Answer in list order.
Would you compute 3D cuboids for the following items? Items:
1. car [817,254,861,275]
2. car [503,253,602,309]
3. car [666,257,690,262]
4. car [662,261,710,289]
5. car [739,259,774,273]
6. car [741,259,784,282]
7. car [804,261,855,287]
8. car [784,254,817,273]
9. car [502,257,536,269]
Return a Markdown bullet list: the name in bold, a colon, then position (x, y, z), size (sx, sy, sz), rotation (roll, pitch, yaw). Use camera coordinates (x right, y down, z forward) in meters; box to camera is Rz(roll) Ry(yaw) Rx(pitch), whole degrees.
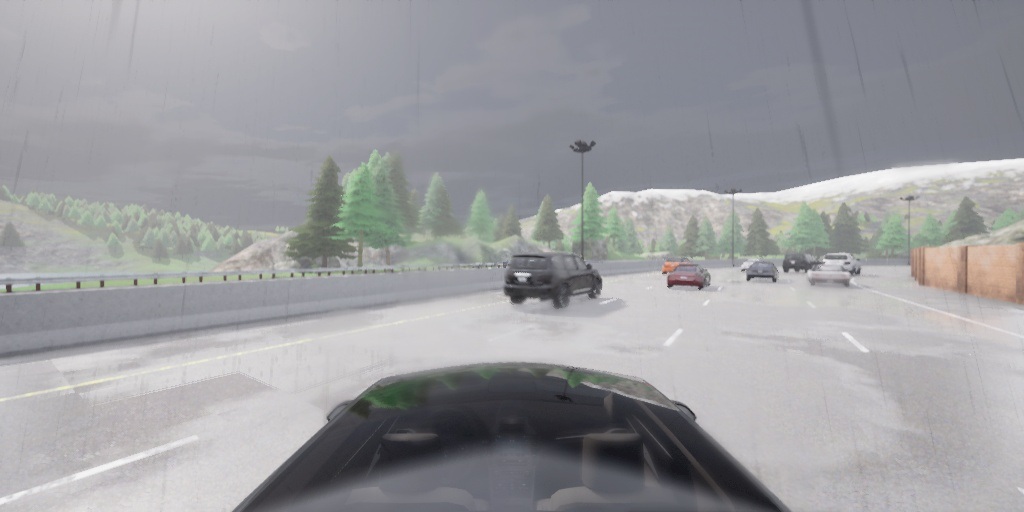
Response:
- **car**: position (31.302, 0.788, 34.074), size (5.566, 2.045, 2.150), rotation (0, 0, -38)
- **car**: position (1.853, 0.897, 14.820), size (2.150, 2.045, 5.566), rotation (0, 1, 34)
- **car**: position (16.273, 0.915, 34.596), size (2.097, 1.767, 4.553), rotation (1, 1, 42)
- **car**: position (10.886, 1.197, 22.009), size (1.994, 1.385, 4.181), rotation (0, 0, 34)
- **car**: position (27.057, 1.060, 39.658), size (4.674, 1.442, 1.812), rotation (0, 0, -38)
- **car**: position (19.197, 1.152, 27.396), size (2.033, 1.411, 5.357), rotation (0, 0, 39)
- **car**: position (20.546, 1.229, 23.370), size (1.895, 1.301, 4.718), rotation (0, 0, 38)
- **car**: position (30.910, 0.765, 38.233), size (5.566, 2.045, 2.150), rotation (0, 0, -36)
- **car**: position (0.993, 0.952, 49.258), size (1.882, 1.535, 5.008), rotation (0, 0, 43)
